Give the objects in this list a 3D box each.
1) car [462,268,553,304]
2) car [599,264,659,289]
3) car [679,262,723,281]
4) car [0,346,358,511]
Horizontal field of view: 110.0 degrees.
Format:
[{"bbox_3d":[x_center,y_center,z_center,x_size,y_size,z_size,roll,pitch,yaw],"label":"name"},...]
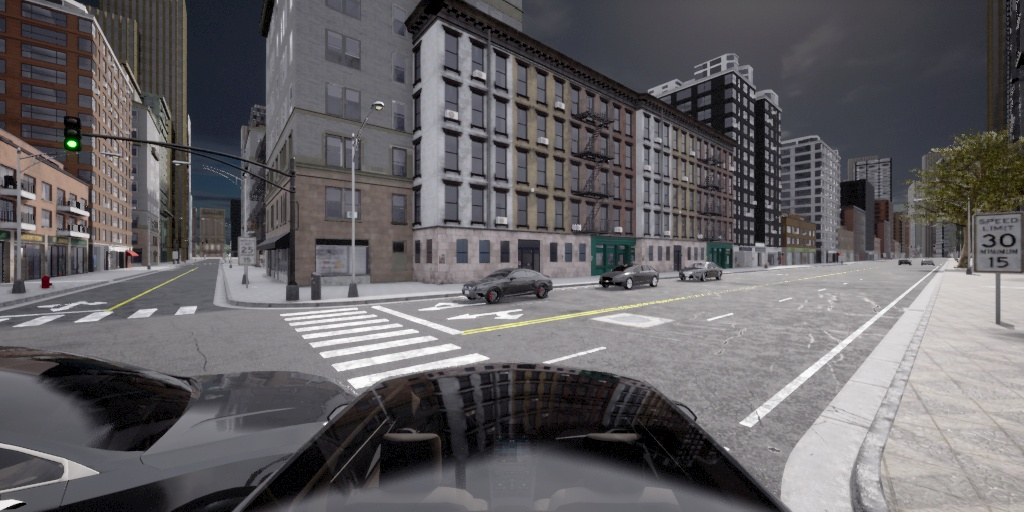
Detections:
[{"bbox_3d":[-0.102,1.286,16.714,4.674,1.442,1.812,0,0,-39],"label":"car"},{"bbox_3d":[7.566,1.257,22.968,4.892,1.490,1.837,0,0,-39],"label":"car"},{"bbox_3d":[15.551,1.235,29.469,4.902,1.511,2.128,0,0,-39],"label":"car"},{"bbox_3d":[-3.228,1.257,1.730,4.892,1.490,1.837,0,0,-35],"label":"car"}]
